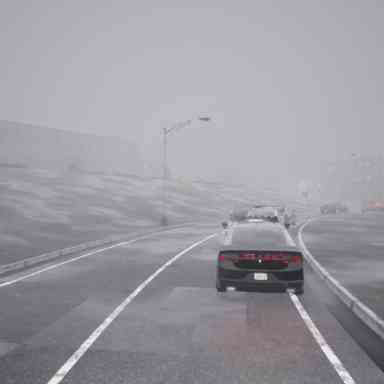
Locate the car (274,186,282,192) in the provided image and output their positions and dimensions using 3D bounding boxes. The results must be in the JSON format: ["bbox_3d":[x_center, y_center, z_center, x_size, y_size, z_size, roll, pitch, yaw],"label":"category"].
[{"bbox_3d":[20.627,-0.417,84.158,2.435,2.045,5.566,-3,-6,40],"label":"car"}]

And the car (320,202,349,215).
[{"bbox_3d":[17.850,2.050,41.595,4.892,1.490,1.837,1,-4,-41],"label":"car"}]

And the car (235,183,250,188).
[{"bbox_3d":[9.732,-1.086,71.561,2.002,1.452,4.674,-4,-6,43],"label":"car"}]

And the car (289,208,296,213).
[{"bbox_3d":[6.135,1.693,23.519,1.837,1.490,4.892,-2,-1,24],"label":"car"}]

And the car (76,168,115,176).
[{"bbox_3d":[-14.382,-2.725,48.558,4.892,1.521,2.231,3,-5,-41],"label":"car"}]

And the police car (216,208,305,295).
[{"bbox_3d":[1.748,1.458,9.038,1.930,1.638,5.238,-1,0,9],"label":"police car"}]

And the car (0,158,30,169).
[{"bbox_3d":[-22.682,-3.283,41.450,4.553,1.767,2.185,3,-5,-41],"label":"car"}]

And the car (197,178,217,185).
[{"bbox_3d":[1.943,-1.825,63.480,4.553,1.767,2.185,4,-6,-44],"label":"car"}]

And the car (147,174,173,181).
[{"bbox_3d":[-6.066,-2.199,55.842,4.674,1.452,2.002,4,-6,-42],"label":"car"}]

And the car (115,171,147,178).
[{"bbox_3d":[-10.200,-2.495,52.154,4.892,1.521,2.231,3,-5,-41],"label":"car"}]

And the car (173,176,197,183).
[{"bbox_3d":[-2.012,-1.972,59.624,5.008,1.535,2.097,4,-6,-43],"label":"car"}]

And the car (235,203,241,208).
[{"bbox_3d":[5.142,1.782,31.009,2.097,1.767,4.553,-2,-2,31],"label":"car"}]

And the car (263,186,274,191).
[{"bbox_3d":[17.042,-0.640,79.847,2.185,1.767,4.553,-4,-6,41],"label":"car"}]

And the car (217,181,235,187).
[{"bbox_3d":[5.949,-1.380,67.554,2.163,1.488,4.792,-4,-6,44],"label":"car"}]

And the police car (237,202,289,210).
[{"bbox_3d":[4.060,1.544,18.299,1.930,1.638,5.238,-1,-1,19],"label":"police car"}]

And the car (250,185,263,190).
[{"bbox_3d":[13.363,-0.837,75.580,2.231,1.521,4.892,-4,-6,42],"label":"car"}]

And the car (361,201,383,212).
[{"bbox_3d":[27.242,2.117,49.757,4.553,1.767,2.097,2,-4,-39],"label":"car"}]
